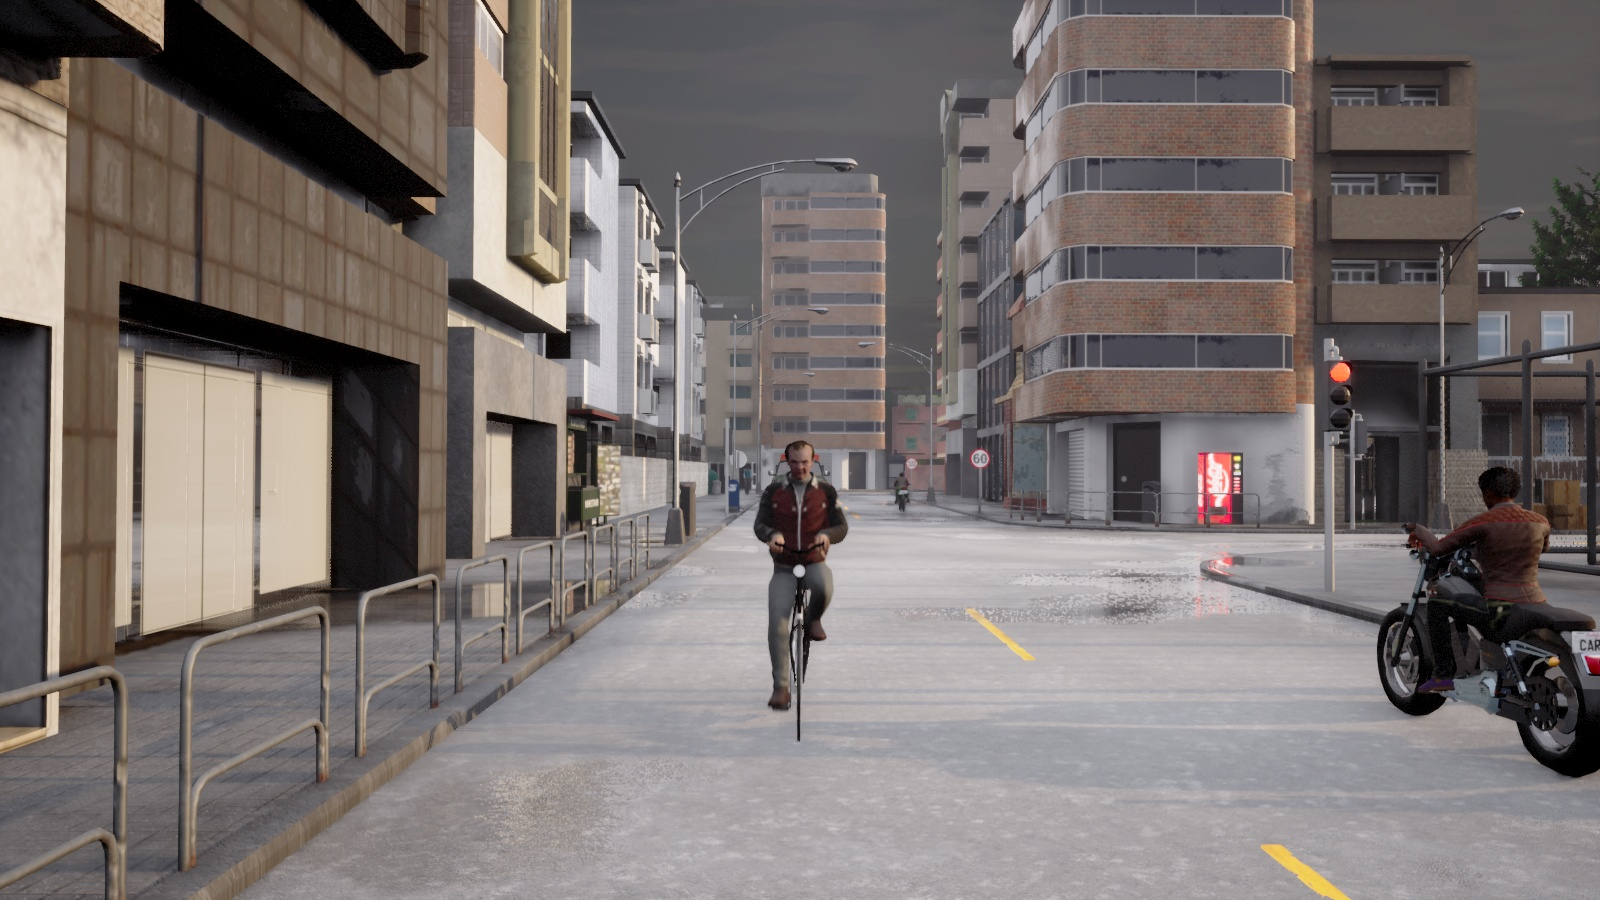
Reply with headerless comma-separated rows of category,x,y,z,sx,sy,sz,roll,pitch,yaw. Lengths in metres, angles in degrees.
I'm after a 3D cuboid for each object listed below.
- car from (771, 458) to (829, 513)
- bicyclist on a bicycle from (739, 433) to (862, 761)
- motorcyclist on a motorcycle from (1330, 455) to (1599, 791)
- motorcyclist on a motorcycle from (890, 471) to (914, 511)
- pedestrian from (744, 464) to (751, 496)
car,-0.029,1.368,49.796,2.150,2.045,5.566,0,-1,-1
bicyclist on a bicycle,0.003,0.815,7.751,0.659,1.776,1.843,0,-1,0
motorcyclist on a motorcycle,3.999,0.872,7.367,0.766,1.649,2.350,0,-1,0
motorcyclist on a motorcycle,3.989,1.607,49.291,0.797,1.523,2.044,0,-1,0
pedestrian,-3.138,1.796,75.192,0.396,1.930,0.692,0,-1,-1
